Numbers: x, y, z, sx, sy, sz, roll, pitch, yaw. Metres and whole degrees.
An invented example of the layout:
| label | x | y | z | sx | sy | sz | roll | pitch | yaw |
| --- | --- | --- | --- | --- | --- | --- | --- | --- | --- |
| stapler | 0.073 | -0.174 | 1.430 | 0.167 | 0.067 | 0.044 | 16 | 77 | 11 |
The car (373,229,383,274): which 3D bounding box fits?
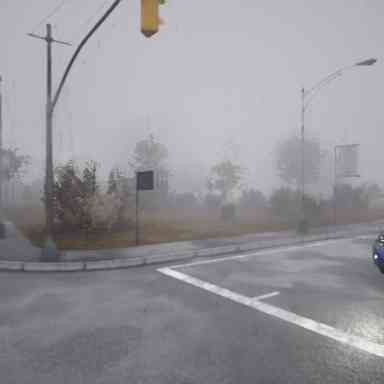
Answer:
| label | x | y | z | sx | sy | sz | roll | pitch | yaw |
| --- | --- | --- | --- | --- | --- | --- | --- | --- | --- |
| car | 7.258 | 1.202 | 9.156 | 5.566 | 2.045 | 2.150 | 0 | 0 | -35 |
